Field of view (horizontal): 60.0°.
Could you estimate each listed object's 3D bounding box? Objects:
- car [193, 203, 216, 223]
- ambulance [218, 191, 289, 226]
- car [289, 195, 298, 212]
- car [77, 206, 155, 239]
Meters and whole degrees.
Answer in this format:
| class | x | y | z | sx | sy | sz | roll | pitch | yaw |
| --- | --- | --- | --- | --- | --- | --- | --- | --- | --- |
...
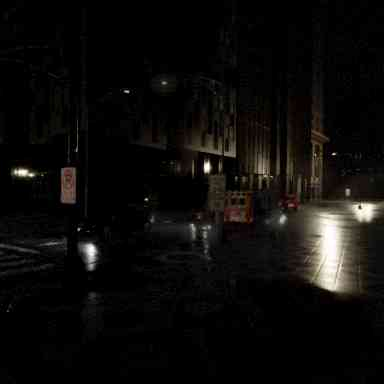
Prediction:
| class | x | y | z | sx | sy | sz | roll | pitch | yaw |
| --- | --- | --- | --- | --- | --- | --- | --- | --- | --- |
| car | 1.959 | 1.573 | 26.320 | 2.128 | 1.511 | 4.902 | 1 | 0 | 35 |
| ambulance | 4.787 | 1.156 | 24.947 | 2.351 | 2.431 | 6.366 | 1 | 0 | 35 |
| car | 10.473 | 1.348 | 38.327 | 2.150 | 2.045 | 5.566 | 1 | 0 | 35 |
| car | -4.039 | 1.551 | 17.852 | 1.837 | 1.490 | 4.892 | 1 | 0 | 34 |
